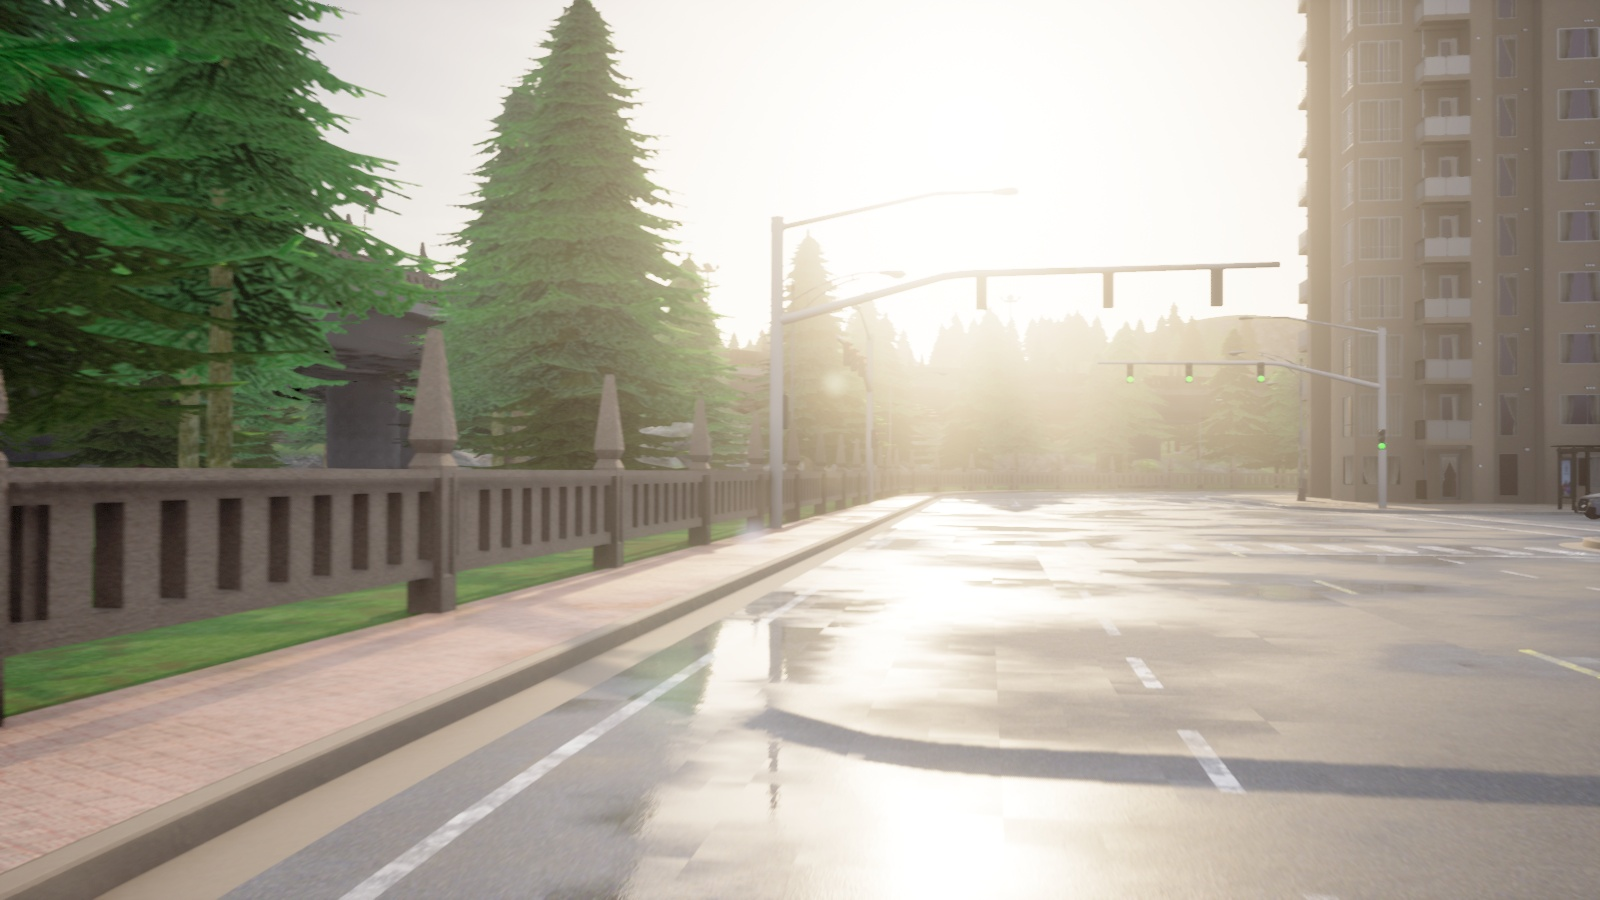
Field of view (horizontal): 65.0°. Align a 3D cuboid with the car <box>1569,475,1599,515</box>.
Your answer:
[{"bbox_3d":[30.183,1.594,44.867,4.181,1.385,1.994,0,-1,8],"label":"car"}]
